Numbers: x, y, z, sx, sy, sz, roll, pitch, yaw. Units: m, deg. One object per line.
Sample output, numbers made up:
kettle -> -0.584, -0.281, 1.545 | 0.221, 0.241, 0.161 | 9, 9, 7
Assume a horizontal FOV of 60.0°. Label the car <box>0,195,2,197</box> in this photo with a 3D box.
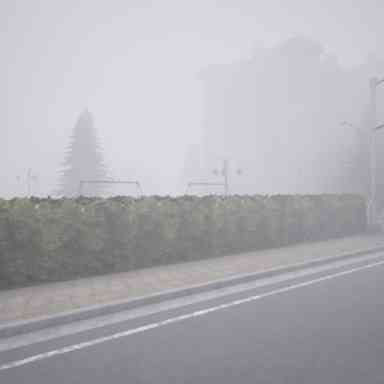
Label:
car -> -40.256, 1.371, 67.276 | 3.633, 1.501, 1.845 | 0, 0, -37
